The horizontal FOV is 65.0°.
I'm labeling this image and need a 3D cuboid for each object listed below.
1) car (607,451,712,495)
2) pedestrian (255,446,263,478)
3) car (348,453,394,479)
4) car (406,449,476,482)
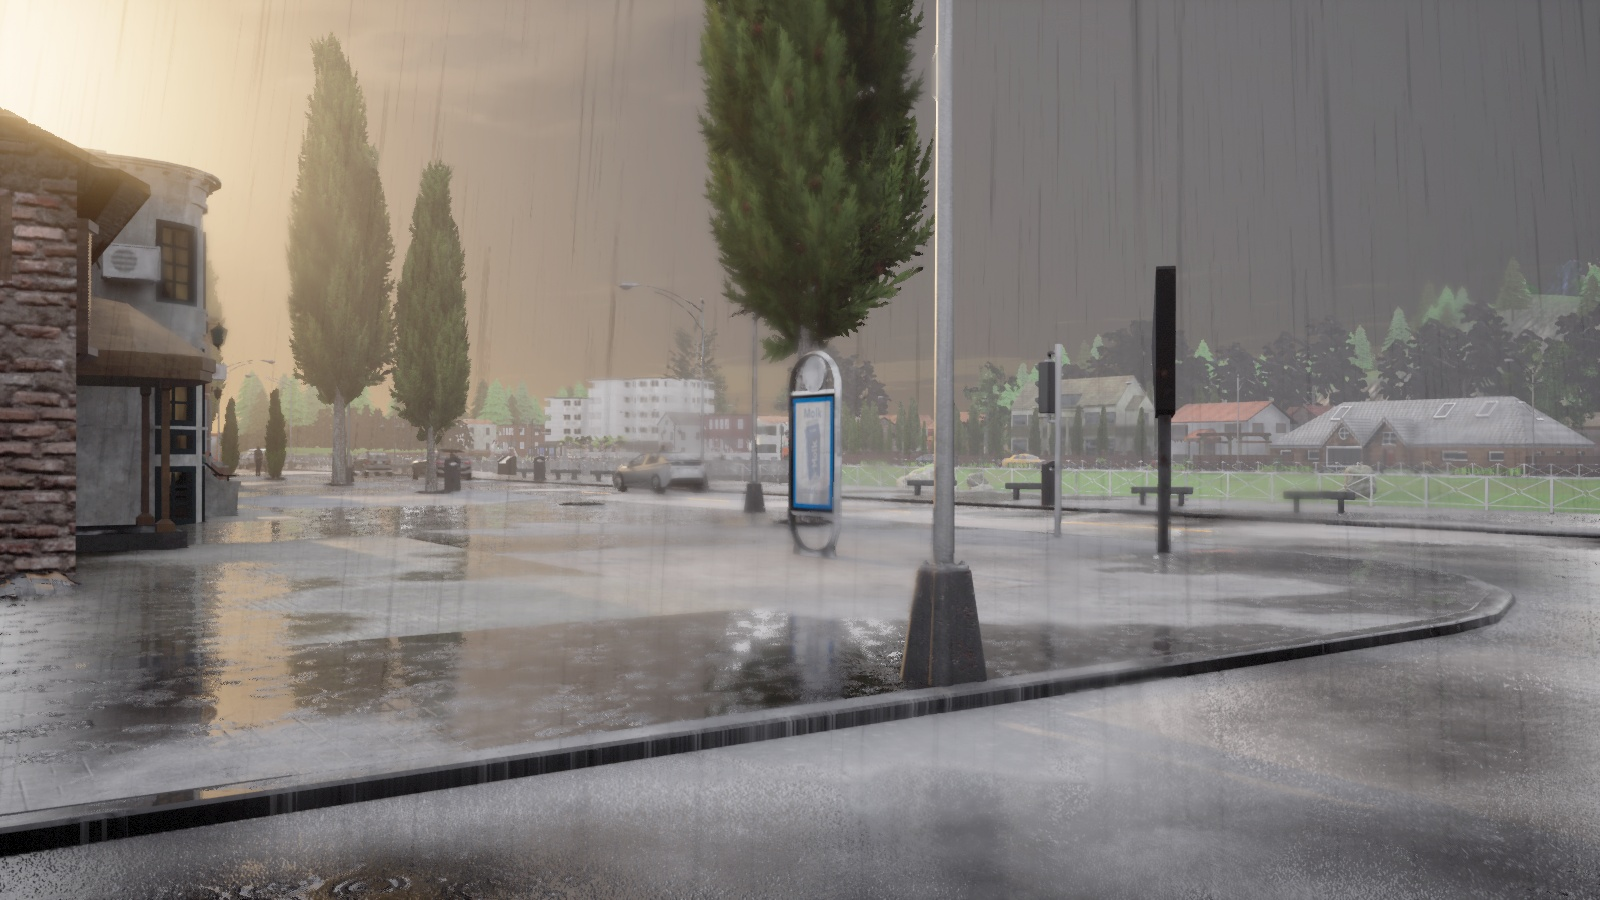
[{"bbox_3d":[-5.277,0.817,46.754,2.007,1.525,4.514,0,0,-34],"label":"car"},{"bbox_3d":[-31.833,0.703,73.857,0.331,1.846,0.634,0,0,-33],"label":"pedestrian"},{"bbox_3d":[-26.562,0.970,77.720,1.789,1.549,3.705,0,0,-34],"label":"car"},{"bbox_3d":[-19.210,0.794,67.025,2.242,1.667,4.611,0,0,-35],"label":"car"}]
